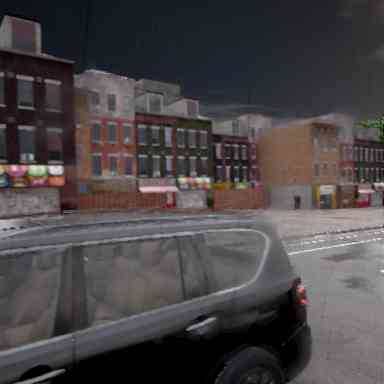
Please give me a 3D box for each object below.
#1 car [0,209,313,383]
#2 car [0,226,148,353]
[{"bbox_3d":[-1.355,1.222,2.716,5.566,2.045,2.150,0,0,-35],"label":"car"},{"bbox_3d":[-3.312,1.505,5.312,4.892,1.490,1.837,0,0,-35],"label":"car"}]
